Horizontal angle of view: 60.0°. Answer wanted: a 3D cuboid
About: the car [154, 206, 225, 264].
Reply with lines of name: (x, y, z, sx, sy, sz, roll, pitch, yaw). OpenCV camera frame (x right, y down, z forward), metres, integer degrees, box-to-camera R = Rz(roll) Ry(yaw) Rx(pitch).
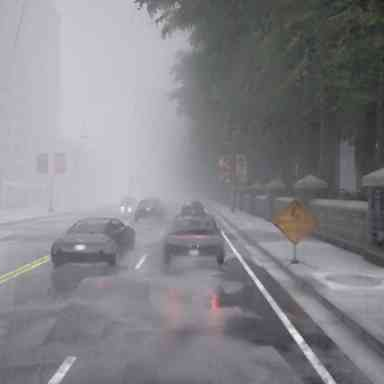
car: (0.072, 1.478, 11.757, 2.128, 1.511, 4.902, 0, 0, 0)

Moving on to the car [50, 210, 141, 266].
car: (-3.178, 1.549, 11.496, 1.994, 1.385, 4.181, 0, 0, 0)

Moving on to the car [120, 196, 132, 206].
car: (-9.812, 1.414, 51.592, 2.128, 1.511, 4.902, 0, 0, 0)

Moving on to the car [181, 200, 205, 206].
car: (0.082, 1.436, 28.789, 1.882, 1.535, 5.008, 0, 0, 0)

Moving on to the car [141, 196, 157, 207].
car: (-6.564, 1.401, 51.243, 1.882, 1.535, 5.008, 0, 0, 0)

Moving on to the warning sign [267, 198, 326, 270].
warning sign: (2.849, 1.104, 9.229, 1.300, 1.860, 1.060, 0, 0, 0)

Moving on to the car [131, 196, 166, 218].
car: (-3.179, 1.314, 26.402, 2.097, 1.767, 4.553, 0, 0, 0)
